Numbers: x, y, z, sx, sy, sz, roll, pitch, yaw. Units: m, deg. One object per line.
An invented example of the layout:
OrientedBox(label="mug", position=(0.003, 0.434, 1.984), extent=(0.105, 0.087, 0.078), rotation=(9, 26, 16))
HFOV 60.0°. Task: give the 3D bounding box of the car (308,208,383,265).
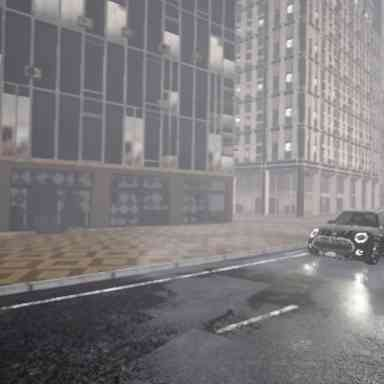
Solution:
OrientedBox(label="car", position=(6.207, 1.421, 12.107), extent=(4.553, 1.767, 2.097), rotation=(0, 0, -39))
